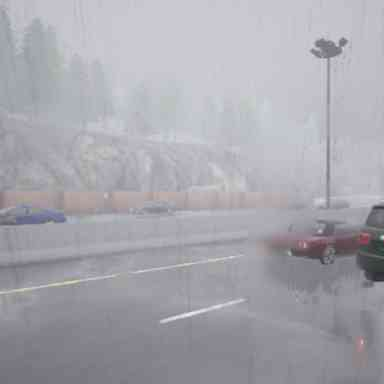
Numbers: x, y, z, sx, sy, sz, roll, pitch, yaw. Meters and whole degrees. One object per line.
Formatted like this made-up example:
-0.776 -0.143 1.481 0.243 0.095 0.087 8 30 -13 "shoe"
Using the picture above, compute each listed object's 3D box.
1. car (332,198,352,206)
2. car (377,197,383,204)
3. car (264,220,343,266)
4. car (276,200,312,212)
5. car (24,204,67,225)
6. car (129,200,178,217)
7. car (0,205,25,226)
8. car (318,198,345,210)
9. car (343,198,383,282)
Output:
26.351 1.774 58.304 1.895 1.301 4.718 0 0 43 "car"
40.213 1.710 69.715 1.812 1.442 4.674 0 0 37 "car"
4.786 1.634 11.790 4.718 1.301 1.895 0 0 -37 "car"
12.426 1.651 40.291 5.357 1.411 2.033 0 0 -39 "car"
-9.697 1.479 18.724 5.008 1.535 1.882 0 0 -37 "car"
-3.675 1.533 32.010 4.902 1.511 2.128 0 0 -38 "car"
-10.053 1.496 14.108 4.892 1.490 1.837 -1 0 -36 "car"
16.895 1.593 39.442 5.008 1.535 1.882 0 0 -40 "car"
6.505 1.256 8.709 5.566 2.045 2.150 0 0 -37 "car"
